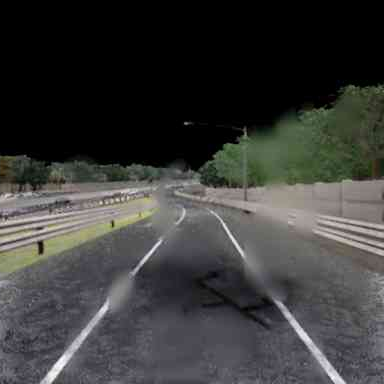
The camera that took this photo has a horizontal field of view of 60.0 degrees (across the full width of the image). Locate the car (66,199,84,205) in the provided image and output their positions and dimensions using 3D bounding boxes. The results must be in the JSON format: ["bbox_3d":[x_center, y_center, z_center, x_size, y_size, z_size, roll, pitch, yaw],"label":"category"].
[{"bbox_3d":[-27.696,2.306,80.096,1.994,1.385,4.181,0,3,9],"label":"car"}]

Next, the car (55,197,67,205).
[{"bbox_3d":[-31.154,2.087,80.631,2.097,1.767,4.553,0,3,9],"label":"car"}]

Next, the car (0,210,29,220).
[{"bbox_3d":[-28.555,3.599,53.640,2.033,1.411,5.357,0,3,9],"label":"car"}]

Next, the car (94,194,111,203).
[{"bbox_3d":[-23.268,1.843,85.375,2.097,1.767,4.553,0,3,9],"label":"car"}]
